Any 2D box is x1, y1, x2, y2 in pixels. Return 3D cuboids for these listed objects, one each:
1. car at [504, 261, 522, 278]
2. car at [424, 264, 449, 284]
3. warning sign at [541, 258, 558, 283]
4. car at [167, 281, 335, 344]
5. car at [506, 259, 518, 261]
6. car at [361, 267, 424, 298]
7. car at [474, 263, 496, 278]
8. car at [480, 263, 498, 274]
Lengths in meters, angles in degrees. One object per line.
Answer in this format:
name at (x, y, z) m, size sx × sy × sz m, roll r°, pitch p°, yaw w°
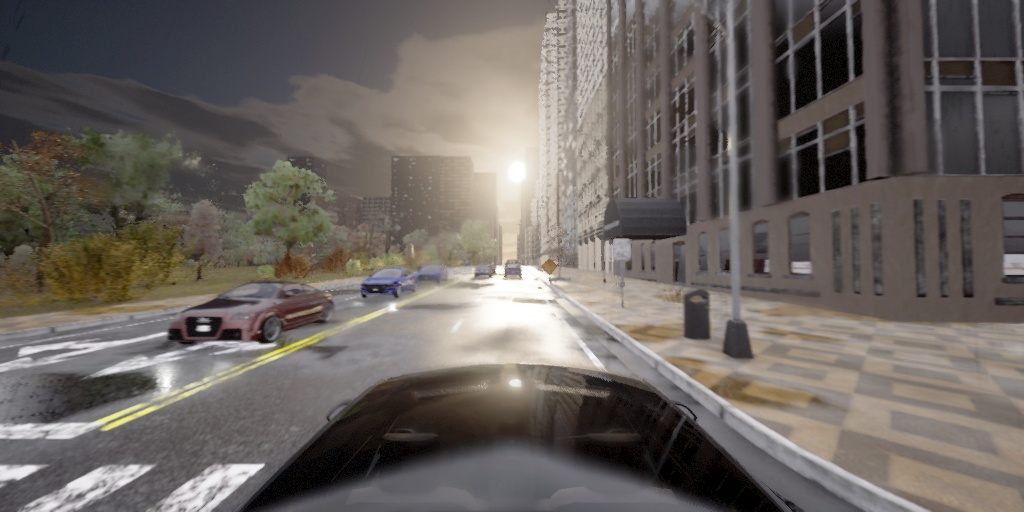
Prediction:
car at (0.114, 1.580, 40.176) m, size 1.882 × 1.535 × 5.008 m, roll 0°, pitch -1°, yaw 0°
car at (-6.580, 1.471, 30.020) m, size 1.882 × 1.535 × 5.008 m, roll 0°, pitch -1°, yaw 0°
warning sign at (2.859, 1.078, 27.046) m, size 1.300 × 1.860 × 1.060 m, roll 0°, pitch 0°, yaw 0°
car at (-6.594, 1.374, 9.657) m, size 1.994 × 1.385 × 4.181 m, roll 0°, pitch 0°, yaw 0°
car at (0.049, 1.448, 50.732) m, size 2.150 × 2.045 × 5.566 m, roll 0°, pitch -1°, yaw 0°
car at (-6.591, 1.373, 19.787) m, size 1.882 × 1.535 × 5.008 m, roll 0°, pitch -1°, yaw 0°
car at (-3.139, 1.649, 40.102) m, size 2.033 × 1.411 × 5.357 m, roll 0°, pitch -1°, yaw 0°
car at (-3.196, 1.719, 50.782) m, size 2.128 × 1.511 × 4.902 m, roll 0°, pitch -1°, yaw 0°
